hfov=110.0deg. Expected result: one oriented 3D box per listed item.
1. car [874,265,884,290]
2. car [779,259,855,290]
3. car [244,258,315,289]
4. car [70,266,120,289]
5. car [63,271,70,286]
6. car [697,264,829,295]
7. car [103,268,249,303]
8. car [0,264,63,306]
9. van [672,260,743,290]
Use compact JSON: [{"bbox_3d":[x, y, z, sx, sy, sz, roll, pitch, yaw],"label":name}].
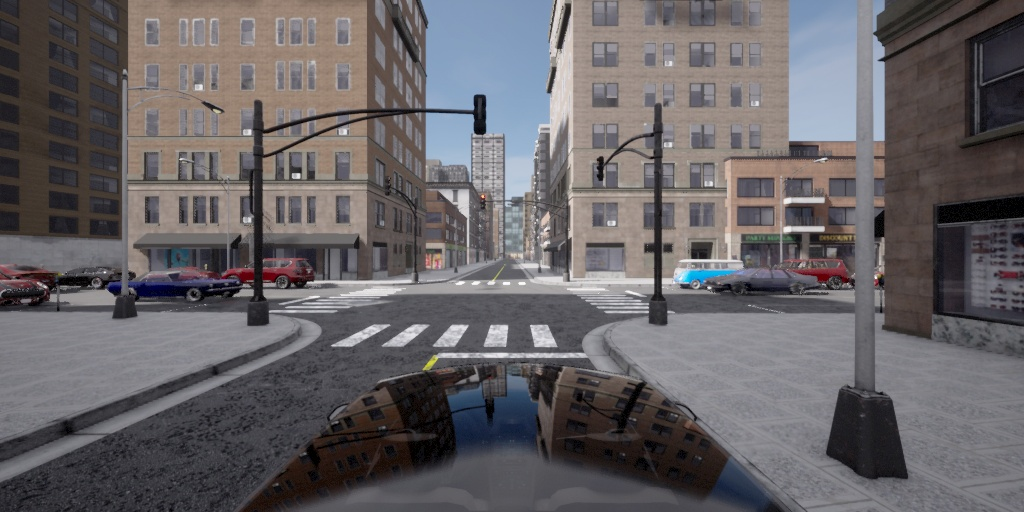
[{"bbox_3d":[23.226,1.216,21.920,4.097,1.591,1.967,0,0,0],"label":"car"},{"bbox_3d":[17.631,1.087,21.952,5.009,1.841,2.192,0,0,0],"label":"car"},{"bbox_3d":[-14.913,1.058,22.134,5.009,1.841,2.192,0,0,0],"label":"car"},{"bbox_3d":[-25.960,1.299,22.196,4.313,1.339,1.948,0,0,0],"label":"car"},{"bbox_3d":[-27.713,1.209,19.417,5.008,1.535,1.882,0,0,1],"label":"car"},{"bbox_3d":[13.266,1.316,19.219,5.357,1.411,2.033,0,0,0],"label":"car"},{"bbox_3d":[-15.003,1.345,16.192,4.718,1.301,1.895,0,0,3],"label":"car"},{"bbox_3d":[-20.459,1.179,13.639,4.097,1.591,1.967,0,0,0],"label":"car"},{"bbox_3d":[12.034,1.108,21.983,3.998,1.789,1.690,0,0,0],"label":"van"}]
